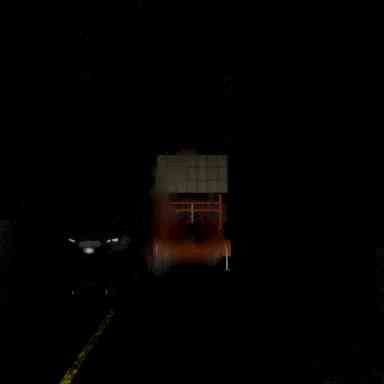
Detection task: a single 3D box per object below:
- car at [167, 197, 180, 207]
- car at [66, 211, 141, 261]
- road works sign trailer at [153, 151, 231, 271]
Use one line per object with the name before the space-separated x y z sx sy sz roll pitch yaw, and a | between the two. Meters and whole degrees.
car | -2.948 1.559 52.898 1.837 1.490 4.892 0 0 0
car | -3.090 1.495 12.430 2.128 1.511 4.902 0 0 0
road works sign trailer | 0.009 0.467 10.953 2.380 3.560 2.880 0 0 0
